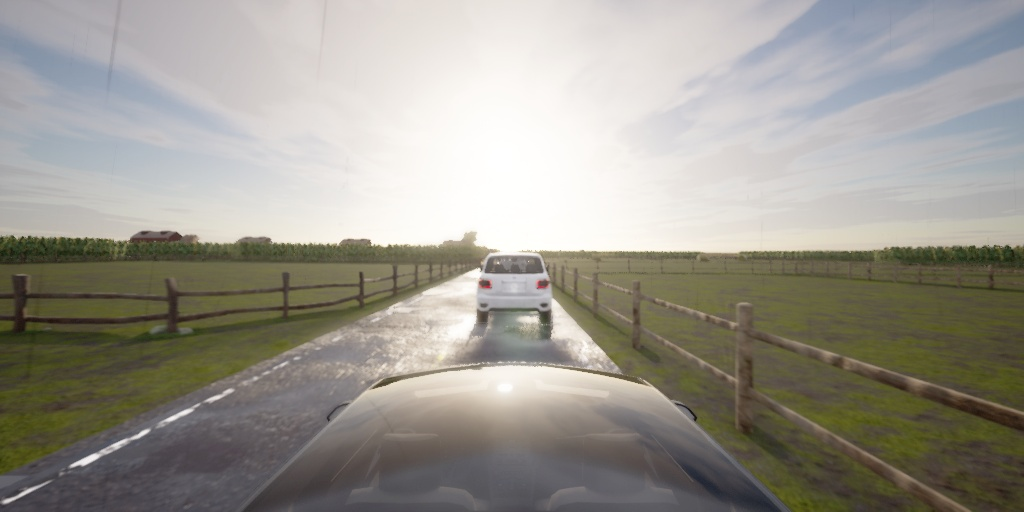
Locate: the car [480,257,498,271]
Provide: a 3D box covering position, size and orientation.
[{"bbox_3d":[-2.854,0.969,45.116,1.882,1.535,5.008,0,1,0],"label":"car"}]

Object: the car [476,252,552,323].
[{"bbox_3d":[0.069,0.909,12.072,2.150,2.045,5.566,0,0,0],"label":"car"}]
